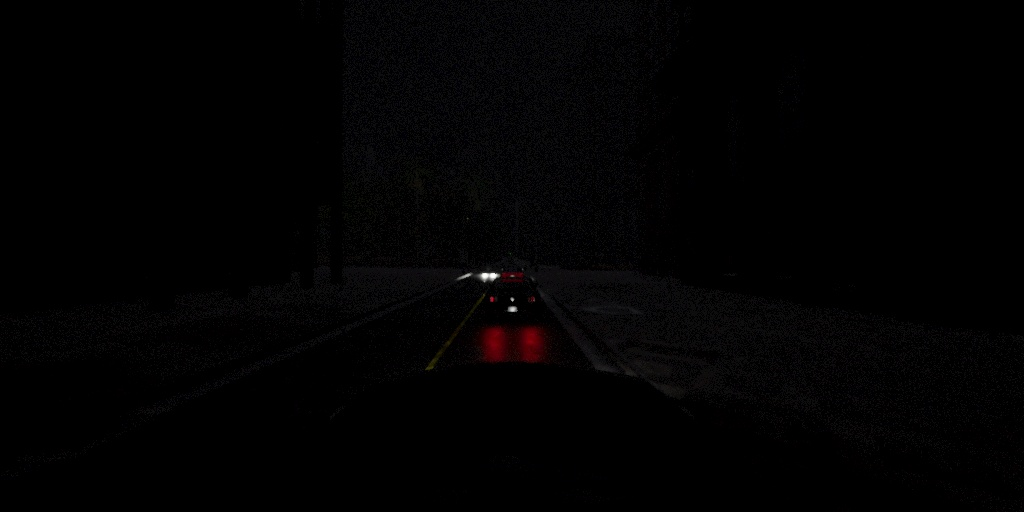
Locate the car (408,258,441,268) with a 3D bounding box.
[{"bbox_3d":[-14.989,1.517,61.764,4.403,1.370,2.007,0,0,0],"label":"car"}]

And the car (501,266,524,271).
[{"bbox_3d":[0.043,1.503,29.537,1.994,1.385,4.181,0,0,1],"label":"car"}]

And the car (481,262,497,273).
[{"bbox_3d":[-3.052,1.571,49.143,2.128,1.511,4.902,0,0,0],"label":"car"}]

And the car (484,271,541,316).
[{"bbox_3d":[0.038,1.432,13.706,1.895,1.301,4.718,0,0,0],"label":"car"}]

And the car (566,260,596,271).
[{"bbox_3d":[11.848,1.790,61.682,4.097,1.591,1.967,0,0,0],"label":"car"}]
